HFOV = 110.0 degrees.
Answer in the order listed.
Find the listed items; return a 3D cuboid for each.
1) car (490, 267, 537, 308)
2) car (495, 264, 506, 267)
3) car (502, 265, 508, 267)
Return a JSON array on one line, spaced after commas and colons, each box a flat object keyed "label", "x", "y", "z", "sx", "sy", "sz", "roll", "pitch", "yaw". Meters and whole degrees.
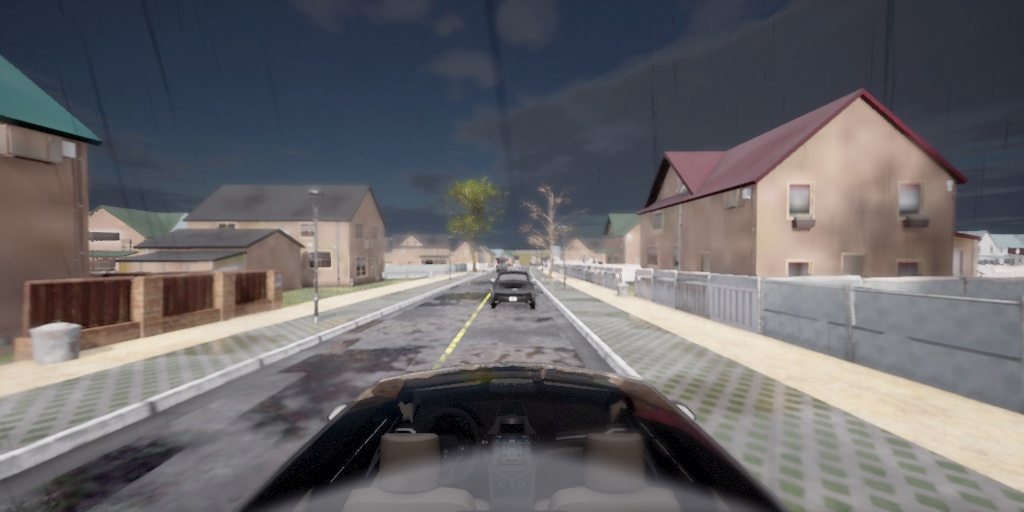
[{"label": "car", "x": 0.064, "y": 1.410, "z": 16.119, "sx": 1.837, "sy": 1.490, "sz": 4.892, "roll": 0, "pitch": 0, "yaw": 1}, {"label": "car", "x": -1.670, "y": 2.040, "z": 60.340, "sx": 1.837, "sy": 1.490, "sz": 4.892, "roll": 0, "pitch": -1, "yaw": 2}, {"label": "car", "x": 0.261, "y": 1.684, "z": 30.917, "sx": 1.895, "sy": 1.301, "sz": 4.718, "roll": 0, "pitch": -1, "yaw": 1}]
